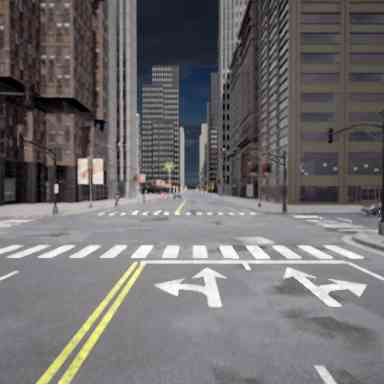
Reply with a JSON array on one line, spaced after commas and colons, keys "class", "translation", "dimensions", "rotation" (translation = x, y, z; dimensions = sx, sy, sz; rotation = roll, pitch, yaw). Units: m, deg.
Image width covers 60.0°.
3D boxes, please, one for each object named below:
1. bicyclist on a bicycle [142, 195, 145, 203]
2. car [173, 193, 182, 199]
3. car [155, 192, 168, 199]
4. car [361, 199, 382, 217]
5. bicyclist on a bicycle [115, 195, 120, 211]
[{"class": "bicyclist on a bicycle", "translation": [-8.734, 1.280, 60.215], "dimensions": [0.582, 1.620, 1.656], "rotation": [0, 0, 0]}, {"class": "car", "translation": [-3.230, 0.946, 74.912], "dimensions": [2.033, 1.411, 5.357], "rotation": [0, 0, 0]}, {"class": "car", "translation": [-6.480, 0.761, 74.943], "dimensions": [2.097, 1.767, 4.553], "rotation": [0, 0, 0]}, {"class": "car", "translation": [16.686, 1.265, 28.428], "dimensions": [4.097, 1.590, 1.967], "rotation": [0, 1, 0]}, {"class": "bicyclist on a bicycle", "translation": [-8.740, 1.255, 38.572], "dimensions": [0.659, 1.776, 1.843], "rotation": [0, 0, 0]}]
